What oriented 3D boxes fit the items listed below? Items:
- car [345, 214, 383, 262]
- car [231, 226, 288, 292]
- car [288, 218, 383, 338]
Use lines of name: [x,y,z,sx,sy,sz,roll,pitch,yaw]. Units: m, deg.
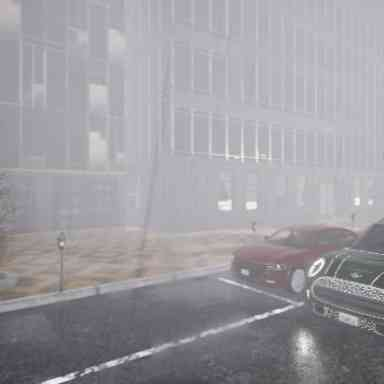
car: [7.648,1.542,12.003,4.313,1.339,1.947,0,0,-35]
car: [3.012,1.532,8.700,4.507,1.381,1.887,0,0,-35]
car: [4.208,1.340,6.375,4.553,1.767,2.097,0,0,-35]
